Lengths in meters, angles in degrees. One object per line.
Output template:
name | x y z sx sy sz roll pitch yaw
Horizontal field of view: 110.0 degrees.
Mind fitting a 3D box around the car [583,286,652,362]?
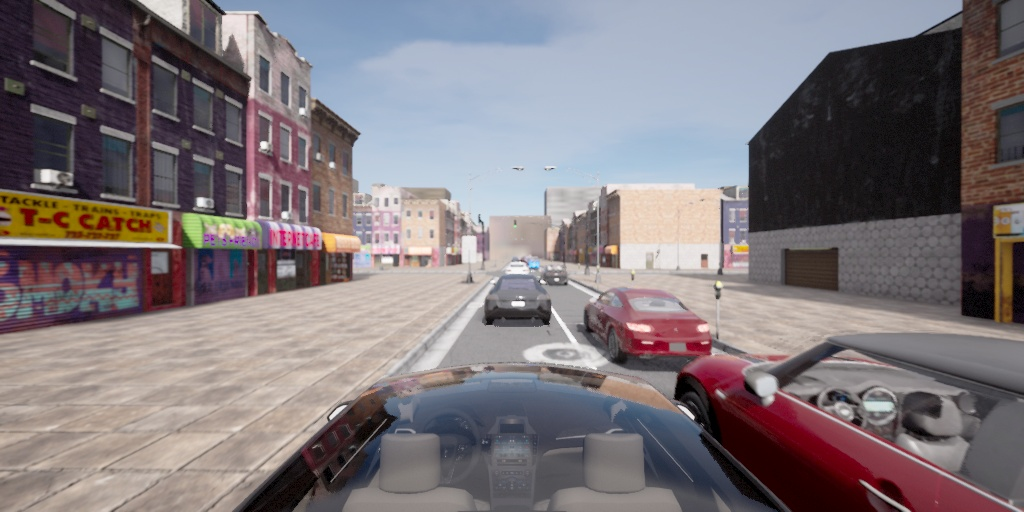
car | 2.692 1.313 7.860 1.802 1.307 4.207 0 0 1

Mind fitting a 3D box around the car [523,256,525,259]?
car | 3.160 1.096 57.372 1.967 1.591 4.097 0 0 1

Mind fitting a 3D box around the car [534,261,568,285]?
car | 2.853 1.244 24.896 2.007 1.370 4.403 0 0 1

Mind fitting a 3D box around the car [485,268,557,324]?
car | 0.188 1.284 11.914 1.994 1.385 4.181 0 0 1

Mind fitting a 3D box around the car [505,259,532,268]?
car | 0.446 1.214 28.199 1.812 1.442 4.674 0 0 2

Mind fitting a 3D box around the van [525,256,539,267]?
van | 3.109 1.002 51.897 1.690 1.789 3.998 0 0 1

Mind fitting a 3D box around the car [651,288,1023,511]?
car | 2.638 1.189 2.181 1.967 1.591 4.097 0 0 1
